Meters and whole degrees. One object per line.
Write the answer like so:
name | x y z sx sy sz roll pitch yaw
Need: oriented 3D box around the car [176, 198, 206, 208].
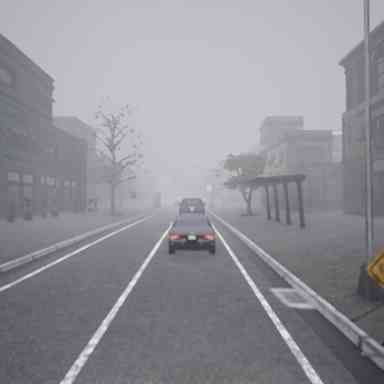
car | -0.004 1.516 29.015 2.150 2.045 5.566 0 -1 0

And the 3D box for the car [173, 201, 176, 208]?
car | -3.012 2.606 70.987 1.994 1.385 4.181 0 -1 0

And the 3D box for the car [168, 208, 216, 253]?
car | -0.002 1.629 13.999 2.033 1.411 5.357 0 0 0

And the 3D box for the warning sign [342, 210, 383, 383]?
warning sign | 2.632 1.151 3.814 1.300 1.860 1.060 -1 -1 0
